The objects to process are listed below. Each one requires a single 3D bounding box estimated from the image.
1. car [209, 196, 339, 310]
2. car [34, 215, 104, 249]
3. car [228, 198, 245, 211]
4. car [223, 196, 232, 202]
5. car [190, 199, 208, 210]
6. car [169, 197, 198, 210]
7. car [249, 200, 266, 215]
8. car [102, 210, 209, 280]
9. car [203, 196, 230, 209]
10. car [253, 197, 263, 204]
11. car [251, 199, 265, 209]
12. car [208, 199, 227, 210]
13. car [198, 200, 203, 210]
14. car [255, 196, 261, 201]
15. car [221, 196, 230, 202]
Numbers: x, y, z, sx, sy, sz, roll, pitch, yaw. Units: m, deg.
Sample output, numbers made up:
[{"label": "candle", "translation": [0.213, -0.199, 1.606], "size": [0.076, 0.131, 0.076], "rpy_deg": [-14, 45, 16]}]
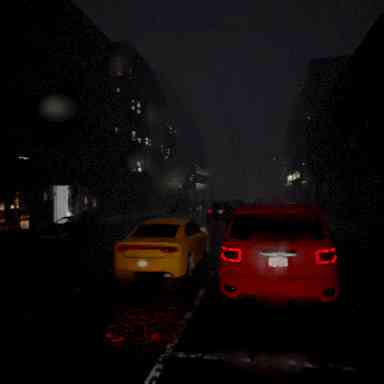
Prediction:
[{"label": "car", "translation": [1.937, 1.244, 8.083], "size": [2.150, 2.045, 5.566], "rpy_deg": [-1, 0, 11]}, {"label": "car", "translation": [-5.520, 1.766, 15.621], "size": [1.802, 1.307, 4.206], "rpy_deg": [-1, 0, 11]}, {"label": "car", "translation": [5.881, 1.630, 43.669], "size": [1.882, 1.535, 5.008], "rpy_deg": [-1, 0, 11]}, {"label": "car", "translation": [9.935, 1.910, 93.000], "size": [2.008, 1.369, 4.403], "rpy_deg": [-1, 0, 11]}, {"label": "car", "translation": [1.104, 1.806, 48.785], "size": [1.887, 1.381, 4.507], "rpy_deg": [-1, 0, 11]}, {"label": "car", "translation": [-1.107, 1.551, 37.731], "size": [2.192, 1.841, 5.009], "rpy_deg": [-1, 0, 11]}, {"label": "car", "translation": [7.145, 1.615, 36.252], "size": [1.752, 1.417, 4.829], "rpy_deg": [-1, 0, 11]}, {"label": "car", "translation": [-0.682, 1.550, 10.303], "size": [1.882, 1.535, 5.008], "rpy_deg": [-1, 0, 11]}, {"label": "car", "translation": [2.484, 1.462, 26.158], "size": [2.097, 1.767, 4.553], "rpy_deg": [-1, 0, 11]}, {"label": "car", "translation": [13.736, 1.716, 69.247], "size": [2.008, 1.369, 4.403], "rpy_deg": [-1, 0, 11]}, {"label": "car", "translation": [9.320, 1.660, 47.139], "size": [1.887, 1.381, 4.507], "rpy_deg": [-1, 0, 11]}, {"label": "car", "translation": [3.770, 1.762, 48.412], "size": [2.033, 1.411, 5.357], "rpy_deg": [-1, 0, 11]}, {"label": "car", "translation": [-0.002, 1.689, 43.257], "size": [1.967, 1.590, 4.097], "rpy_deg": [-1, 0, 11]}, {"label": "car", "translation": [18.185, 1.738, 91.522], "size": [1.752, 1.417, 4.829], "rpy_deg": [-1, 0, 11]}, {"label": "car", "translation": [8.831, 1.898, 87.473], "size": [2.008, 1.369, 4.403], "rpy_deg": [-1, 0, 11]}]
